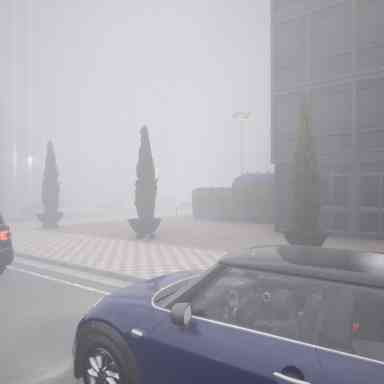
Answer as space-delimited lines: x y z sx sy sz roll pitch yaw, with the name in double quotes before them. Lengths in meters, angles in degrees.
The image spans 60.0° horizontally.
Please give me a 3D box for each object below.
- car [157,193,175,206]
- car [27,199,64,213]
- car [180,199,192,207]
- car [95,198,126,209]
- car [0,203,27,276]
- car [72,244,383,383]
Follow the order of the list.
"car" -4.982 1.221 54.013 2.150 2.045 5.566 0 0 35
"car" -16.776 1.491 37.202 2.128 1.511 4.902 0 0 35
"car" 0.298 1.601 49.028 1.895 1.301 4.718 0 0 35
"car" -11.073 1.564 45.336 1.994 1.385 4.181 0 0 35
"car" -7.033 1.222 8.995 5.566 2.045 2.150 0 0 36
"car" 0.827 1.352 3.404 4.553 1.767 2.097 0 0 36
